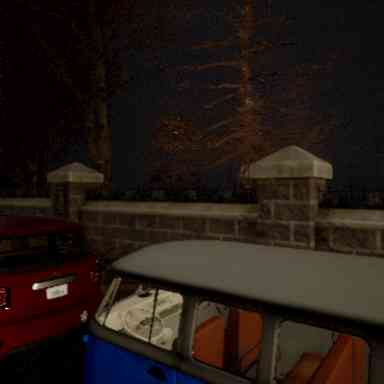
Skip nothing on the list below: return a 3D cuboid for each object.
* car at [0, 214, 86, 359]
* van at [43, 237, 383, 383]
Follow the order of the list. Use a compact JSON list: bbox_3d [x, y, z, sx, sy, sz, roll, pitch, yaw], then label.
[{"bbox_3d":[-3.584,1.280,5.438,5.009,1.841,2.192,0,0,35],"label":"car"},{"bbox_3d":[0.942,1.339,2.210,3.998,1.788,1.690,0,0,35],"label":"van"}]
